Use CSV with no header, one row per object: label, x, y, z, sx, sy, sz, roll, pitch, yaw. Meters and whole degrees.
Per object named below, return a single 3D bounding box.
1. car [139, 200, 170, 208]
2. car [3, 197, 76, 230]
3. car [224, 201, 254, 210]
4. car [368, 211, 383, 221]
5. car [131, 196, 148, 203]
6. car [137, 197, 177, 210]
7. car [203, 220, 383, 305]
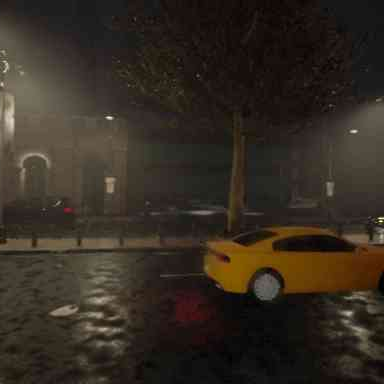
car,-6.055,1.894,53.209,4.718,1.301,1.895,1,-1,-11
car,-10.286,1.299,21.028,5.566,2.045,2.150,1,-1,-11
car,6.929,1.856,48.087,4.674,1.452,2.002,1,-1,-11
car,16.325,1.945,26.102,4.892,1.490,1.837,1,-1,-11
car,-10.361,1.578,71.221,5.566,2.045,2.435,1,-1,-11
car,-4.272,1.757,41.739,4.786,1.482,2.161,1,-1,-11
car,2.777,1.588,8.043,5.008,1.535,1.882,1,-1,-11
